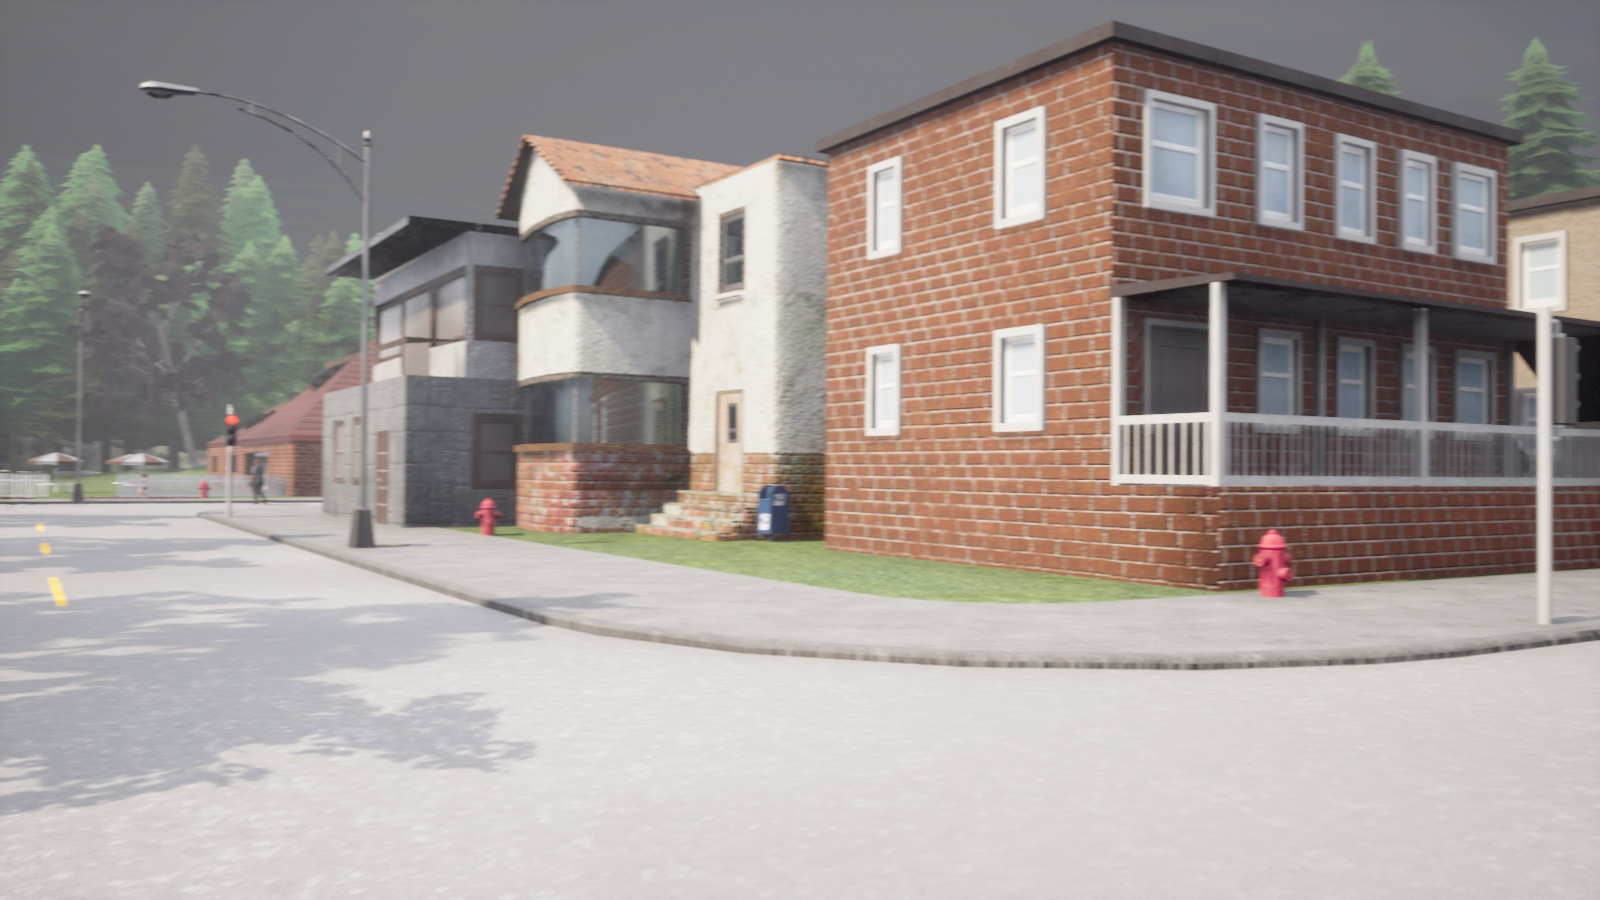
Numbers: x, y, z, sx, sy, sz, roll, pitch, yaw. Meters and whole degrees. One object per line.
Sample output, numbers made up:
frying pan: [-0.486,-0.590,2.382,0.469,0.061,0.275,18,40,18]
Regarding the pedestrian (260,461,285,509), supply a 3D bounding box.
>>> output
pedestrian: [-20.413,1.341,48.603,0.694,1.848,0.540,0,-1,22]
